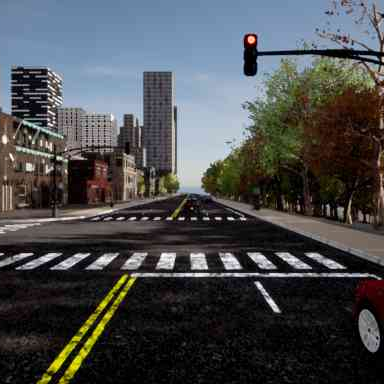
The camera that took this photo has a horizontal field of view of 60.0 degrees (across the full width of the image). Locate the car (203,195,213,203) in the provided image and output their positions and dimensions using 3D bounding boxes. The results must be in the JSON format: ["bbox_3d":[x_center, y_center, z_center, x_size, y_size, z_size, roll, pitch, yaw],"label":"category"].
[{"bbox_3d":[3.181,1.523,65.814,2.033,1.411,5.357,0,0,0],"label":"car"}]

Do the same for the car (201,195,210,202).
[{"bbox_3d":[3.059,1.469,76.308,1.837,1.490,4.892,0,0,0],"label":"car"}]

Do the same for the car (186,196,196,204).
[{"bbox_3d":[-0.168,1.500,66.410,1.812,1.442,4.674,0,0,0],"label":"car"}]

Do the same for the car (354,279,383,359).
[{"bbox_3d":[3.342,1.477,2.948,1.882,1.535,5.008,0,0,0],"label":"car"}]

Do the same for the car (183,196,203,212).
[{"bbox_3d":[-0.001,1.494,38.438,1.837,1.490,4.892,0,1,0],"label":"car"}]
